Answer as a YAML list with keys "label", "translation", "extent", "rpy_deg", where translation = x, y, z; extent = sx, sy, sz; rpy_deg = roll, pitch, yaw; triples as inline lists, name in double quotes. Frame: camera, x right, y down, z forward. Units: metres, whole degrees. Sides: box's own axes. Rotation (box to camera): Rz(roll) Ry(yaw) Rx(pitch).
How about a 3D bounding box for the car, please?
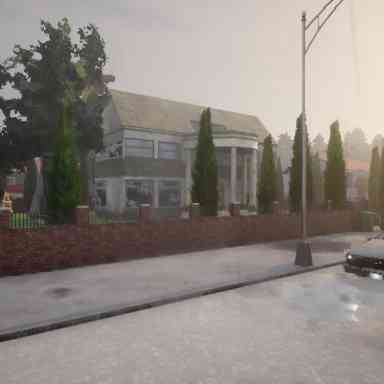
- label: "car"
  translation: [6.389, 1.547, 9.177]
  extent: [5.357, 1.411, 2.033]
  rpy_deg: [0, 0, -36]
